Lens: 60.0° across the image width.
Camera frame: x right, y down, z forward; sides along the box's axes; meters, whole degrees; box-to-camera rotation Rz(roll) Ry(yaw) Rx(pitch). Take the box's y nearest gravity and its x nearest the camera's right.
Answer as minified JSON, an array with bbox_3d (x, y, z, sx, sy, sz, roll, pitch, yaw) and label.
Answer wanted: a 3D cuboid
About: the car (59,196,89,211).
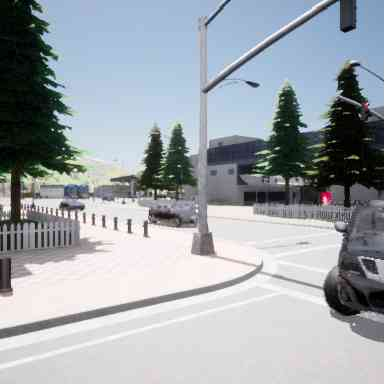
[{"bbox_3d":[-14.619,1.563,40.408,2.033,1.411,5.357,0,0,-37],"label":"car"}]

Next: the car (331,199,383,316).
[{"bbox_3d":[4.472,1.223,7.264,2.150,2.045,5.566,2,1,26],"label":"car"}]

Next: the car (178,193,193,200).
[{"bbox_3d":[-1.777,1.092,88.029,1.905,1.878,3.866,0,0,-37],"label":"car"}]

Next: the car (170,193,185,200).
[{"bbox_3d":[-3.867,1.113,85.969,1.932,1.855,4.605,0,0,-37],"label":"car"}]

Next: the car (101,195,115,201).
[{"bbox_3d":[-20.905,1.400,82.760,1.970,1.475,3.806,0,0,-37],"label":"car"}]

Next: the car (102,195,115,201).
[{"bbox_3d":[-18.885,1.389,75.023,1.845,1.501,3.633,0,0,-37],"label":"car"}]

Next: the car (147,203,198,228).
[{"bbox_3d":[-1.213,1.506,22.516,2.128,1.511,4.902,0,0,-37],"label":"car"}]
